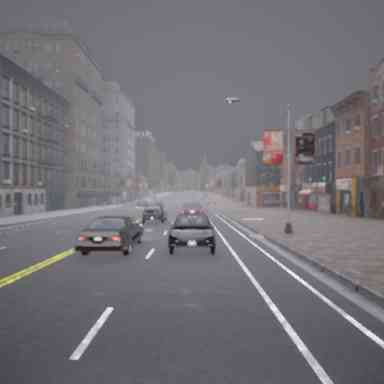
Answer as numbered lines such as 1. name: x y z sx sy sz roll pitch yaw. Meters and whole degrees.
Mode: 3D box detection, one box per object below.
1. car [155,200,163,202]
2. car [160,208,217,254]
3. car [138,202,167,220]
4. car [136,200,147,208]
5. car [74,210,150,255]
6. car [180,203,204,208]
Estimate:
1. car: -6.492 2.316 64.633 2.033 1.411 5.357 0 0 1
2. car: 0.010 1.649 14.300 2.128 1.511 4.902 0 -1 0
3. car: -3.234 1.876 29.309 1.837 1.490 4.892 0 0 0
4. car: -9.741 2.275 65.191 1.837 1.490 4.892 0 0 1
5. car: -3.244 1.700 13.988 2.033 1.411 5.357 0 -1 0
6. car: 0.014 1.714 29.074 2.097 1.767 4.553 0 -1 0
